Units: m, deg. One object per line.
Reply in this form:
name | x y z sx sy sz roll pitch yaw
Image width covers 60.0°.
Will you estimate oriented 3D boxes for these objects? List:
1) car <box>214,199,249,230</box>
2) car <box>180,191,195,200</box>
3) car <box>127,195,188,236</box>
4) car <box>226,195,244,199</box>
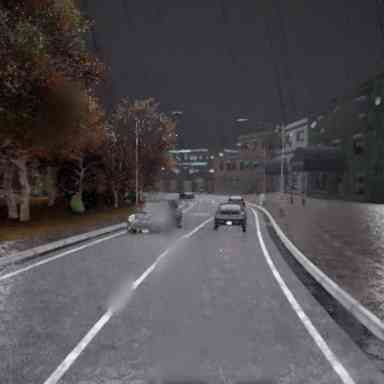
car | 2.413 1.405 20.350 1.837 1.490 4.892 1 1 10
car | -0.872 0.652 59.960 1.882 1.535 5.008 -1 2 -16
car | -1.825 1.232 17.725 2.097 1.767 4.553 1 1 9
car | 5.025 1.126 38.827 1.882 1.535 5.008 1 1 4
